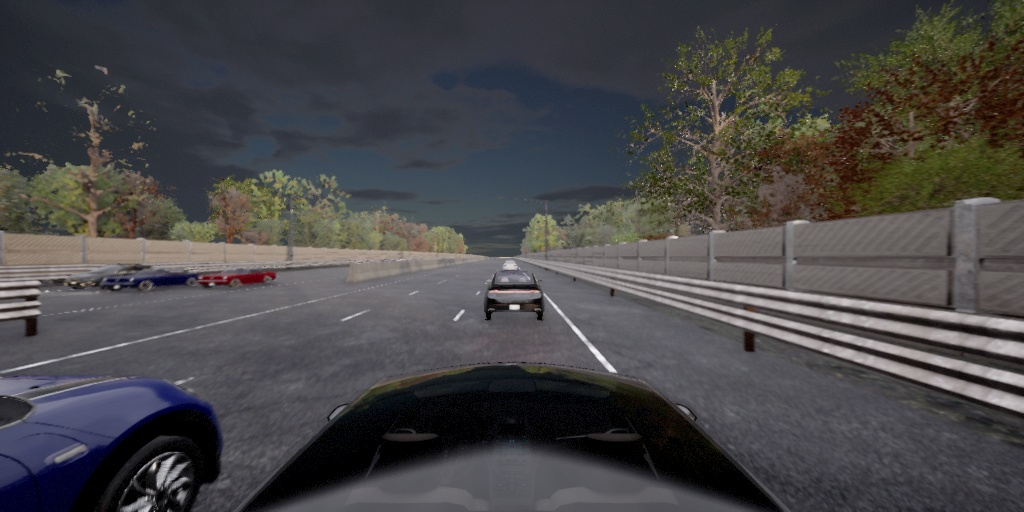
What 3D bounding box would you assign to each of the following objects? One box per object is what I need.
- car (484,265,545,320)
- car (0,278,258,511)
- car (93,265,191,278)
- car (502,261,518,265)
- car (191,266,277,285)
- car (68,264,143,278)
[{"bbox_3d":[0.061,1.244,12.620,2.128,1.511,4.902,0,0,0],"label":"car"},{"bbox_3d":[-3.408,1.102,1.017,2.097,1.767,4.553,0,0,0],"label":"car"},{"bbox_3d":[-21.188,1.356,21.417,1.895,1.301,4.718,0,0,-1],"label":"car"},{"bbox_3d":[-0.254,1.286,44.456,1.812,1.442,4.674,0,0,-1],"label":"car"},{"bbox_3d":[-17.710,1.357,23.338,1.895,1.301,4.718,0,0,-1],"label":"car"},{"bbox_3d":[-24.700,1.261,22.596,1.837,1.490,4.892,0,0,-1],"label":"car"}]
